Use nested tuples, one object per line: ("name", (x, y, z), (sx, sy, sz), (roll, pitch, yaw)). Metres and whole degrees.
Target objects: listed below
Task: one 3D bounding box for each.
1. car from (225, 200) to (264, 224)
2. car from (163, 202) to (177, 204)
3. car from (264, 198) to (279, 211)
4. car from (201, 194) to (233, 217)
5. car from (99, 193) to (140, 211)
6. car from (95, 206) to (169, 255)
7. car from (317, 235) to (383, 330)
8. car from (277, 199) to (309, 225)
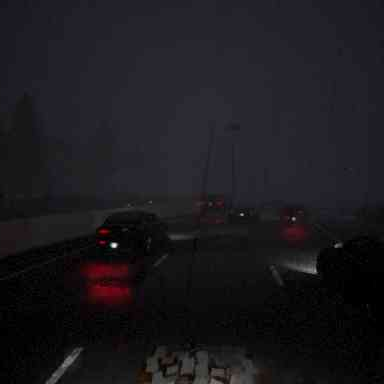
("car", (4.038, 1.551, 25.144), (1.994, 1.385, 4.181), (0, 0, 16))
("car", (-3.794, 1.287, 44.292), (2.097, 1.767, 4.553), (0, 0, 26))
("car", (9.865, 1.484, 39.996), (2.128, 1.511, 4.902), (0, 0, 26))
("car", (2.529, 1.195, 31.906), (2.150, 2.045, 5.566), (0, 0, 20))
("car", (-8.923, 1.139, 41.473), (2.150, 2.045, 5.566), (0, 0, 23))
("car", (-2.201, 1.481, 13.270), (1.837, 1.490, 4.892), (0, 0, 8))
("car", (4.062, 1.571, 6.860), (1.994, 1.385, 4.181), (0, 0, 5))
("car", (7.368, 1.505, 24.158), (1.837, 1.490, 4.892), (0, 0, 16))
